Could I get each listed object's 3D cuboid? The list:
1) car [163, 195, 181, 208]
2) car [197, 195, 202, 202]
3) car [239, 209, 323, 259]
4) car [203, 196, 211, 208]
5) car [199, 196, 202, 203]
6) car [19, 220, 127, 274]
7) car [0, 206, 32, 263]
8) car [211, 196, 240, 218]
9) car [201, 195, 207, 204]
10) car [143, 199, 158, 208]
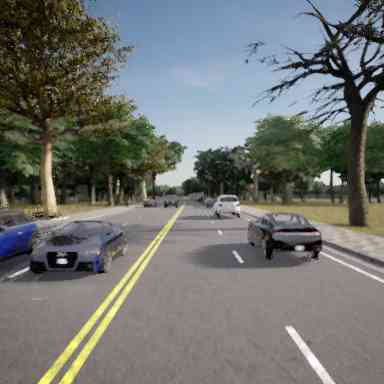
[{"bbox_3d":[-3.305,1.518,53.406,2.150,2.045,5.566,0,0,1],"label":"car"},{"bbox_3d":[3.063,1.835,86.215,2.150,2.045,5.566,0,-1,-2],"label":"car"},{"bbox_3d":[3.350,1.541,12.761,2.128,1.511,4.902,0,0,0],"label":"car"},{"bbox_3d":[3.252,1.787,53.040,2.128,1.511,4.902,0,0,0],"label":"car"},{"bbox_3d":[3.248,2.099,75.096,1.895,1.301,4.718,0,-1,0],"label":"car"},{"bbox_3d":[-3.350,1.604,10.559,1.994,1.385,4.181,0,0,0],"label":"car"},{"bbox_3d":[-6.600,1.391,10.341,2.097,1.767,4.553,0,0,0],"label":"car"},{"bbox_3d":[3.351,1.374,32.526,2.150,2.045,5.566,0,0,0],"label":"car"},{"bbox_3d":[3.253,1.850,64.232,1.801,1.575,5.366,0,-1,0],"label":"car"},{"bbox_3d":[-6.553,1.842,52.954,2.033,1.411,5.357,0,0,1],"label":"car"}]
